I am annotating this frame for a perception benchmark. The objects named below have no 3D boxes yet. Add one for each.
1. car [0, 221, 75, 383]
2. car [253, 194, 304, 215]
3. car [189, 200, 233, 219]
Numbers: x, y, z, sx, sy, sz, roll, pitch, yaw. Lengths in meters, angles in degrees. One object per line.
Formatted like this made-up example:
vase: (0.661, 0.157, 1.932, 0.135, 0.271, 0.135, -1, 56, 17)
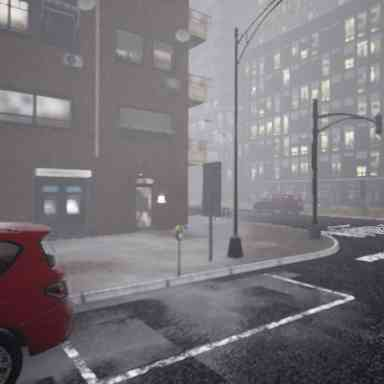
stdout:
car: (-3.808, 1.316, 3.377, 5.009, 1.841, 2.192, 0, 0, -35)
car: (8.013, 1.086, 30.921, 2.192, 1.841, 5.009, 1, 0, -36)
car: (1.405, 1.315, 26.161, 1.802, 1.307, 4.206, 1, 0, -36)
